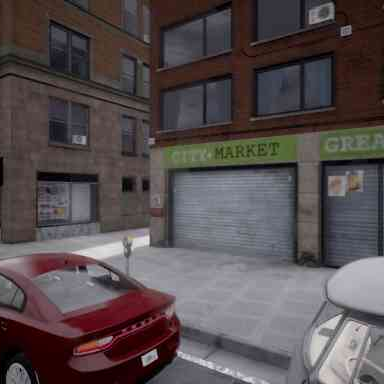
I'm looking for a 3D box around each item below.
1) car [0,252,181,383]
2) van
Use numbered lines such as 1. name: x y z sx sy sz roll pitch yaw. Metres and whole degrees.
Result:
1. car: -2.243 1.544 4.675 4.507 1.381 1.887 0 0 35
2. van: 2.366 1.341 1.389 3.998 1.788 1.690 0 0 35
